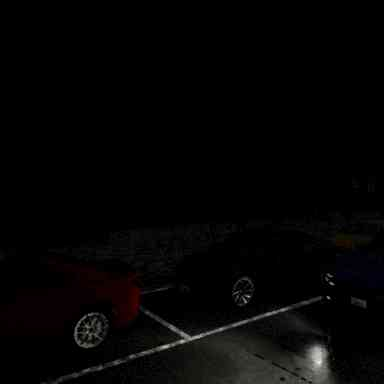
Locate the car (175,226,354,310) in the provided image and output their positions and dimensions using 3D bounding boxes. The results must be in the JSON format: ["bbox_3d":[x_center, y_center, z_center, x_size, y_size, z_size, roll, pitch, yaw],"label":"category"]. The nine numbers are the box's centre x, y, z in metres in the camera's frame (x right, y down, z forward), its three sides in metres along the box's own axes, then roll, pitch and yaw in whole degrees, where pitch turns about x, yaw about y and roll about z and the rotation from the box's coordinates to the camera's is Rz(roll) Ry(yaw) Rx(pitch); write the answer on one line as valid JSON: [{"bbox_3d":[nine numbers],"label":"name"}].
[{"bbox_3d":[1.650,1.566,7.837,4.313,1.339,1.947,0,0,-36],"label":"car"}]

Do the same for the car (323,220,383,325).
[{"bbox_3d":[4.665,1.478,6.721,5.008,1.535,1.882,0,0,-36],"label":"car"}]

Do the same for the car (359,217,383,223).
[{"bbox_3d":[6.094,1.526,11.021,4.829,1.417,1.752,0,0,-36],"label":"car"}]

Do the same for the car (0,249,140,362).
[{"bbox_3d":[-2.932,1.545,4.555,4.507,1.381,1.887,0,0,-36],"label":"car"}]
